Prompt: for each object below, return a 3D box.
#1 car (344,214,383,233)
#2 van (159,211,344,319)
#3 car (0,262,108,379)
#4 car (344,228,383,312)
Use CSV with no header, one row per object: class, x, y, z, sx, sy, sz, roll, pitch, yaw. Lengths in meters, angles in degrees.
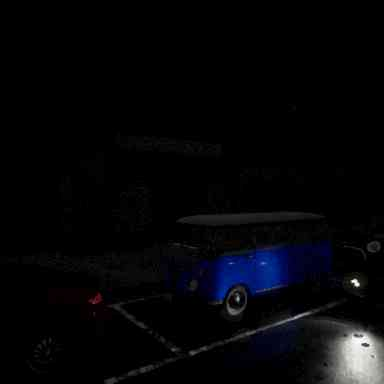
car,5.692,1.440,10.240,4.097,1.590,1.967,0,0,-35
van,1.283,1.341,7.100,3.998,1.788,1.690,0,0,-35
car,-3.126,1.582,3.960,4.206,1.307,1.802,0,0,-35
car,5.435,1.547,6.942,5.357,1.411,2.033,0,0,-35
